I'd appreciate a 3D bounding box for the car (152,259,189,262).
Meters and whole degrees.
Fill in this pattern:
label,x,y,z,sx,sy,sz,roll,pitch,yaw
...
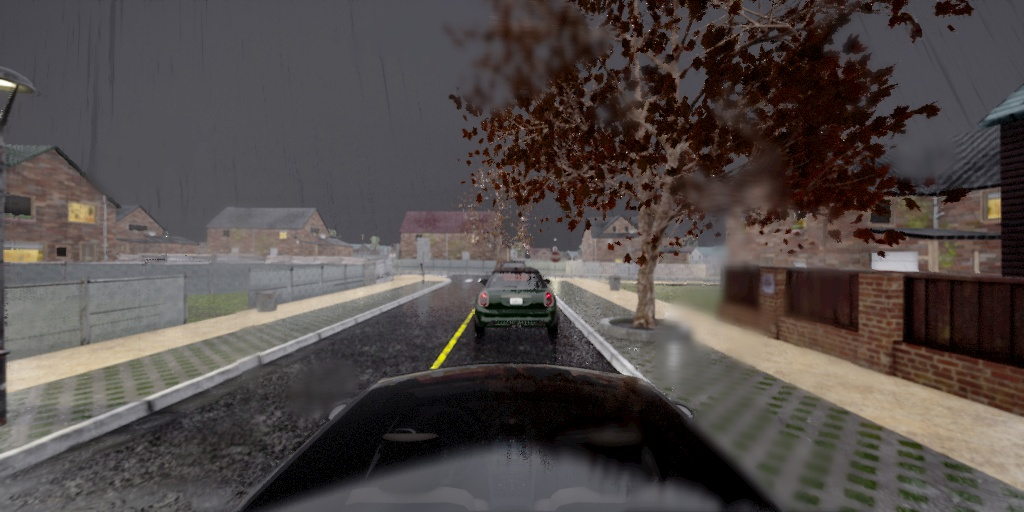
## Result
label,x,y,z,sx,sy,sz,roll,pitch,yaw
car,-30.058,0.654,32.749,5.008,1.535,1.882,1,0,0

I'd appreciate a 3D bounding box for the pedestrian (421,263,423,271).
label,x,y,z,sx,sy,sz,roll,pitch,yaw
pedestrian,-9.667,0.721,38.718,0.375,1.860,0.375,0,-1,0

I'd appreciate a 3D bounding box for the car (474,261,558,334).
label,x,y,z,sx,sy,sz,roll,pitch,yaw
car,0.105,1.091,10.728,2.097,1.767,4.553,0,0,0
